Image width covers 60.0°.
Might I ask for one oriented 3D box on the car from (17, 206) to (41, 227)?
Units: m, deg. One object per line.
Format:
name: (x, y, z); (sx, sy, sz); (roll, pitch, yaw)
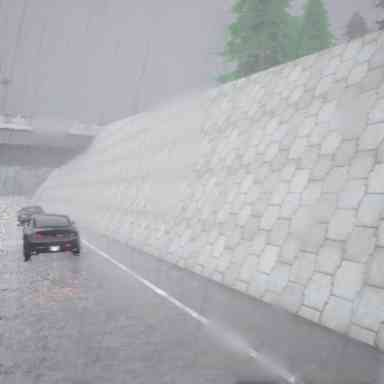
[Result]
car: (-12.303, 1.778, 25.537); (2.033, 1.411, 5.357); (0, 0, -28)

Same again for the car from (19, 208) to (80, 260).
car: (-5.680, 1.620, 13.190); (1.837, 1.490, 4.892); (0, 0, -28)
